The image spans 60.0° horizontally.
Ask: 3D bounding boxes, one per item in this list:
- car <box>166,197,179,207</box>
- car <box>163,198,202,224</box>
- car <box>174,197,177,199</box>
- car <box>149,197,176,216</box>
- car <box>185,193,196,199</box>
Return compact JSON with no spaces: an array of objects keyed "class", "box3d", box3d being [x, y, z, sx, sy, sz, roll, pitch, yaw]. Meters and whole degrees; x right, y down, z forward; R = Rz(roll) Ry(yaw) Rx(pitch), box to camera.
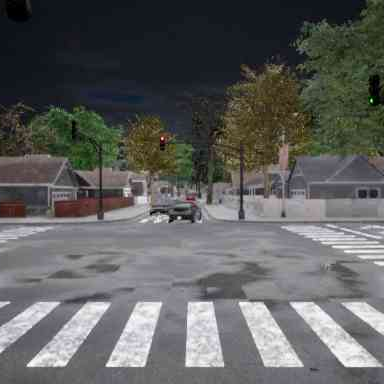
[{"class":"car","box3d":[-3.016,1.546,53.054,1.812,1.442,4.674,0,0,0]},{"class":"car","box3d":[-0.464,1.504,25.016,1.837,1.490,4.892,2,0,9]},{"class":"car","box3d":[-2.999,1.576,42.803,1.994,1.385,4.181,0,0,0]},{"class":"car","box3d":[-3.021,1.553,32.915,2.033,1.411,5.357,0,0,0]},{"class":"car","box3d":[-0.289,1.268,73.547,2.150,2.045,5.566,0,0,0]}]
